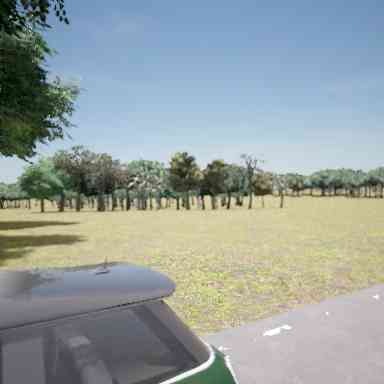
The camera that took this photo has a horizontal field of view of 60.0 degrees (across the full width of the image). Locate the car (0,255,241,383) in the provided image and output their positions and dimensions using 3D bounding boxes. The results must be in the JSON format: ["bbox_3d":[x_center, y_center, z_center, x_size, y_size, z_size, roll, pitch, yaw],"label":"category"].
[{"bbox_3d":[-1.835,1.357,1.737,4.553,1.767,2.097,1,0,-34],"label":"car"}]
